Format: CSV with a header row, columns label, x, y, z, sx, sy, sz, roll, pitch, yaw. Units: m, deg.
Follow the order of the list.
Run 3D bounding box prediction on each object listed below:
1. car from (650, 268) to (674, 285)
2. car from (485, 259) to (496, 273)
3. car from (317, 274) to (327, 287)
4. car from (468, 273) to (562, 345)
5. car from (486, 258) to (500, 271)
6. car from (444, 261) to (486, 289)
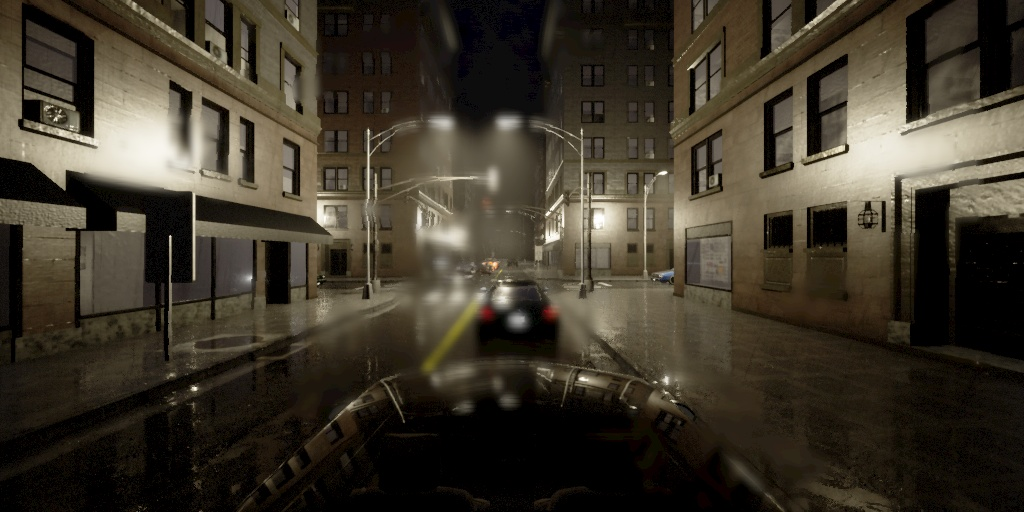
label,x,y,z,sx,sy,sz,roll,pitch,yaw
car,12.626,1.261,25.150,5.357,1.411,2.033,0,0,0
car,-3.078,1.296,37.720,2.033,1.411,5.357,0,0,0
car,-14.016,1.387,21.877,4.718,1.301,1.895,0,0,0
car,0.118,1.314,9.497,1.994,1.385,4.181,0,0,-1
car,-3.066,1.096,50.418,2.097,1.767,4.553,0,0,0
car,-3.089,1.242,23.092,2.128,1.511,4.902,0,0,0
